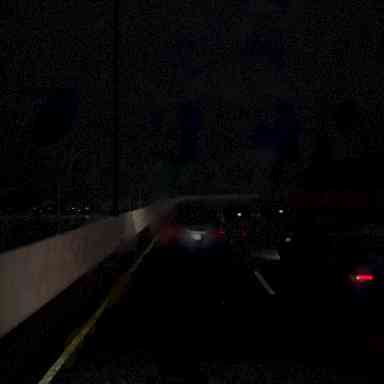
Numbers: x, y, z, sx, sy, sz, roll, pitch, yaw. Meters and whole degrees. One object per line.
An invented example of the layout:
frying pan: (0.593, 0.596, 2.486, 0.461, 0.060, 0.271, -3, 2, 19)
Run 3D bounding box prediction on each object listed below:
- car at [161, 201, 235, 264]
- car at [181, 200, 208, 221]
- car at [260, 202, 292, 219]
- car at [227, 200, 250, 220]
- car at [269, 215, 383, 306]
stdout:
car: (0.131, 1.343, 11.871, 2.097, 1.767, 4.553, 0, 0, 0)
car: (0.198, 1.470, 28.302, 2.128, 1.511, 4.902, 0, 0, 0)
car: (7.201, 1.551, 28.875, 1.994, 1.385, 4.181, 0, 0, 0)
car: (3.698, 1.489, 28.310, 1.837, 1.490, 4.892, 0, 0, 0)
car: (3.612, 1.546, 8.244, 2.033, 1.411, 5.357, 0, 0, 0)
